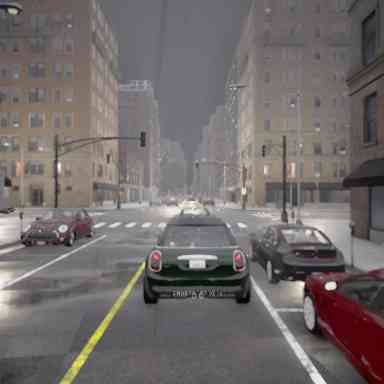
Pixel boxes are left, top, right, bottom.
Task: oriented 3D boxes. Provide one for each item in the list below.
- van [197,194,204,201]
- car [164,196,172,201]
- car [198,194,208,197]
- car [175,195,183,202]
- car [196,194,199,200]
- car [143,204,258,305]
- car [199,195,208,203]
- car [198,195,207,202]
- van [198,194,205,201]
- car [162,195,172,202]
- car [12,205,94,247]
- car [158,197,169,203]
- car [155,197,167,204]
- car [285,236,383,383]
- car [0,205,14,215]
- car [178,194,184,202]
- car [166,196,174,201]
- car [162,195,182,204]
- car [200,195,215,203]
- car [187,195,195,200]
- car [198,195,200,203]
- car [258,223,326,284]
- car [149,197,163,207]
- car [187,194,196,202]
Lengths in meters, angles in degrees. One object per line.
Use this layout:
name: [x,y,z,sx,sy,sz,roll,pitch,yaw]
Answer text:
van: [2.408,1.516,91.800,1.690,1.788,3.998,0,0,0]
car: [-6.079,1.732,86.242,1.802,1.307,4.206,0,0,0]
car: [2.598,1.603,64.434,1.752,1.417,4.829,0,0,0]
car: [-3.203,1.626,83.046,1.837,1.490,4.892,0,0,0]
car: [2.561,1.408,69.772,2.192,1.841,5.009,0,0,0]
car: [0.076,1.356,8.285,2.097,1.767,4.553,0,0,-1]
car: [2.522,1.551,75.279,1.967,1.590,4.097,0,0,0]
car: [2.484,1.570,80.785,1.967,1.590,4.097,0,0,0]
van: [2.447,1.492,86.293,1.690,1.788,3.998,0,0,0]
car: [-6.041,1.569,80.735,1.967,1.590,4.097,0,0,0]
car: [-5.813,1.447,14.833,1.967,1.590,4.097,0,0,0]
car: [-5.965,1.674,69.718,1.802,1.307,4.206,0,0,0]
car: [-5.926,1.621,64.211,1.887,1.381,4.507,0,0,0]
car: [2.685,1.546,3.832,1.887,1.381,4.507,0,0,0]
car: [-19.107,1.524,30.862,4.718,1.301,1.895,0,0,0]
car: [-3.107,1.691,69.059,1.895,1.301,4.718,0,0,0]
car: [-6.118,1.740,91.750,1.947,1.339,4.313,0,0,0]
car: [-3.075,1.597,52.170,2.033,1.411,5.357,0,0,0]
car: [2.675,1.597,53.250,1.887,1.381,4.507,0,0,0]
car: [-0.256,1.555,90.729,1.994,1.385,4.181,0,0,0]
car: [2.637,1.630,58.757,1.947,1.339,4.313,0,0,0]
car: [2.698,1.555,9.324,2.008,1.369,4.403,0,0,0]
car: [-5.850,1.602,53.195,2.008,1.369,4.403,0,0,0]
car: [-0.187,1.717,80.754,1.895,1.301,4.718,0,0,0]
